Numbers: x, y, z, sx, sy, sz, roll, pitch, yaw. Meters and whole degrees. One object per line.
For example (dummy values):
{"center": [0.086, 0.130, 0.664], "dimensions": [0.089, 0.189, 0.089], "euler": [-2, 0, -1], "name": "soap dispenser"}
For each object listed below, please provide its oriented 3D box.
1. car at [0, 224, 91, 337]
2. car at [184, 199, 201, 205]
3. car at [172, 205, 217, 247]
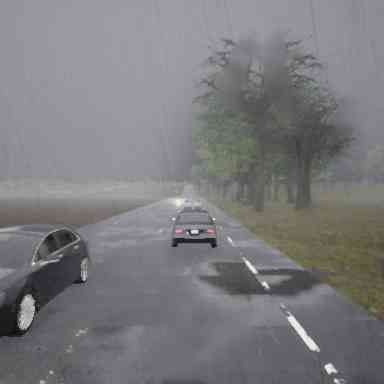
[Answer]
{"center": [-3.501, 1.490, 6.699], "dimensions": [1.837, 1.490, 4.892], "euler": [0, 0, 0], "name": "car"}
{"center": [0.095, 1.433, 38.431], "dimensions": [1.895, 1.301, 4.718], "euler": [0, 0, 0], "name": "car"}
{"center": [0.097, 1.507, 14.819], "dimensions": [2.033, 1.411, 5.357], "euler": [0, 0, 0], "name": "car"}
